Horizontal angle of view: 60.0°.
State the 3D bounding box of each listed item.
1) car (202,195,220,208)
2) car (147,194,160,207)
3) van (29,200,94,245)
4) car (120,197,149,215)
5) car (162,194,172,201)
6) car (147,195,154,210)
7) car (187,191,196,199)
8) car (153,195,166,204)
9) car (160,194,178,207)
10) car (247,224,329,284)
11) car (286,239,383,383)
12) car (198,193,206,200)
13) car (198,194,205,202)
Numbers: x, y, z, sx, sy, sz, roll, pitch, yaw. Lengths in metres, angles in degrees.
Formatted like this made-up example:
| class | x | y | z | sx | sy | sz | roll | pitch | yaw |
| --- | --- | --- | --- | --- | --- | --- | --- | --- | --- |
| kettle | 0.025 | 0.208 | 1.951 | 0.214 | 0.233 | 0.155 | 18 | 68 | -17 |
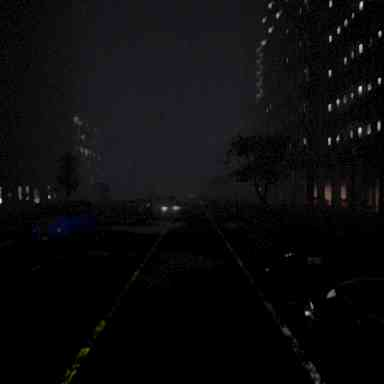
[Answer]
| class | x | y | z | sx | sy | sz | roll | pitch | yaw |
| --- | --- | --- | --- | --- | --- | --- | --- | --- | --- |
| car | 2.659 | 1.405 | 43.082 | 1.802 | 1.307 | 4.206 | -1 | 0 | 0 |
| car | -5.721 | 1.368 | 43.077 | 1.887 | 1.381 | 4.507 | -1 | 0 | 0 |
| van | -5.711 | 1.273 | 14.951 | 1.690 | 1.788 | 3.998 | -1 | 0 | 0 |
| car | -5.716 | 1.415 | 31.827 | 2.008 | 1.369 | 4.403 | -1 | 0 | 0 |
| car | -5.738 | 1.267 | 76.827 | 2.008 | 1.369 | 4.403 | -1 | 0 | 0 |
| car | -5.719 | 1.369 | 37.282 | 1.752 | 1.417 | 4.829 | -1 | 0 | 0 |
| car | -0.043 | 0.773 | 86.958 | 2.150 | 2.045 | 5.566 | 0 | 0 | 0 |
| car | -5.729 | 1.312 | 59.951 | 1.887 | 1.381 | 4.507 | -1 | 0 | 0 |
| car | -3.103 | 1.284 | 48.146 | 1.882 | 1.535 | 5.008 | 0 | 0 | 0 |
| car | 2.676 | 1.523 | 9.331 | 1.947 | 1.339 | 4.313 | -1 | 0 | 0 |
| car | 2.678 | 1.548 | 3.706 | 1.947 | 1.339 | 4.313 | -1 | 0 | 0 |
| car | 2.635 | 1.126 | 88.081 | 1.967 | 1.590 | 4.097 | -1 | 0 | 0 |
| car | 2.320 | 1.265 | 68.956 | 1.812 | 1.442 | 4.674 | 0 | 0 | 0 |
